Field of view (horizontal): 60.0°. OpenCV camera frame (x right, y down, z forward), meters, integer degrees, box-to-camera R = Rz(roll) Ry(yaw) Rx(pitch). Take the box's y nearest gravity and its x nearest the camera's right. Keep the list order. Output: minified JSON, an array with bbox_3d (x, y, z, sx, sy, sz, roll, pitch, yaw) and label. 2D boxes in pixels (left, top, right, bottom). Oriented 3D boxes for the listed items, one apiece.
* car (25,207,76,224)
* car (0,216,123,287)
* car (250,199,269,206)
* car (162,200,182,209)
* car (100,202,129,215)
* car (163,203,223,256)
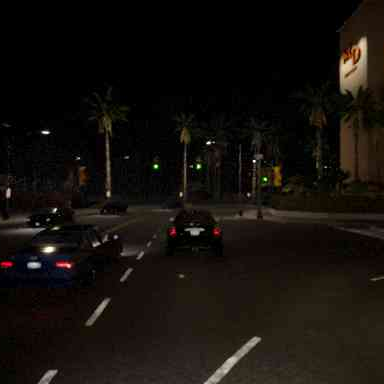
[{"bbox_3d":[-10.517,1.832,25.382,2.033,1.411,5.357,0,-1,1],"label":"car"},{"bbox_3d":[-3.396,1.657,9.668,2.033,1.411,5.357,0,-1,0],"label":"car"},{"bbox_3d":[15.289,2.339,72.620,5.357,1.411,2.033,0,-1,-32],"label":"car"},{"bbox_3d":[-3.083,2.146,55.545,1.812,1.442,4.674,0,-1,31],"label":"car"},{"bbox_3d":[-9.298,1.951,40.190,1.837,1.490,4.892,0,0,15],"label":"car"},{"bbox_3d":[0.104,1.510,14.033,2.097,1.767,4.553,0,-1,0],"label":"car"}]
